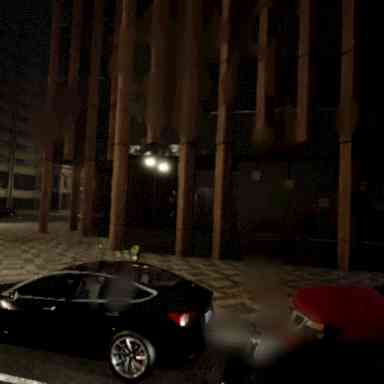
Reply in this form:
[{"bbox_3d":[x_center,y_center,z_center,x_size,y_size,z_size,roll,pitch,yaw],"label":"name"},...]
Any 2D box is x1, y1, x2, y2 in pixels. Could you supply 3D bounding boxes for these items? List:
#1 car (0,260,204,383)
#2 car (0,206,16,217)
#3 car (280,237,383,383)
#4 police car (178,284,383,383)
[{"bbox_3d":[-1.757,1.808,5.463,4.313,1.339,1.947,1,-3,16],"label":"car"},{"bbox_3d":[-27.321,2.817,47.034,1.837,1.490,4.892,2,-3,17],"label":"car"},{"bbox_3d":[3.662,1.695,3.899,5.009,1.841,2.192,1,-3,16],"label":"car"},{"bbox_3d":[2.695,1.676,2.208,5.238,1.638,1.930,1,-3,16],"label":"police car"}]
